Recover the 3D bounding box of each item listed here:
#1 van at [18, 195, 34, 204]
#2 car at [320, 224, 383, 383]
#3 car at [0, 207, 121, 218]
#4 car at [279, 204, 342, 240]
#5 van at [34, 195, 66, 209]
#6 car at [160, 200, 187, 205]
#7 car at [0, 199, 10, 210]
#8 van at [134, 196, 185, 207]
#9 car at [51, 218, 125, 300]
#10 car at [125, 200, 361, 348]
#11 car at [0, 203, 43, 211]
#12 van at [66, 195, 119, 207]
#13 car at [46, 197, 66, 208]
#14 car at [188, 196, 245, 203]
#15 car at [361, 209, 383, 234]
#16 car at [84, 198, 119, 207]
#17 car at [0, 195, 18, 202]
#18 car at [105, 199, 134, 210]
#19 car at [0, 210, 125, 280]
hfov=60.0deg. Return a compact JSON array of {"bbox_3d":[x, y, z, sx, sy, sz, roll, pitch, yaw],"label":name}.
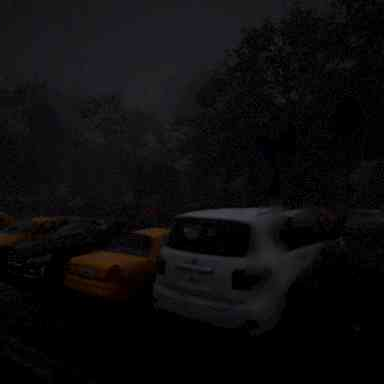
[{"bbox_3d":[-15.482,1.329,35.220,1.878,1.987,4.442,0,0,36],"label":"van"},{"bbox_3d":[3.820,1.580,5.231,2.097,1.535,5.008,0,0,36],"label":"car"},{"bbox_3d":[-5.284,1.535,11.593,1.946,1.575,5.366,0,0,36],"label":"car"},{"bbox_3d":[6.902,1.549,18.915,1.946,1.575,5.366,0,0,36],"label":"car"},{"bbox_3d":[-13.101,1.315,33.783,1.878,1.987,4.442,0,0,36],"label":"van"},{"bbox_3d":[0.266,1.550,23.918,2.163,1.488,4.792,0,0,36],"label":"car"},{"bbox_3d":[-26.727,1.663,43.517,2.002,1.452,4.674,0,0,36],"label":"car"},{"bbox_3d":[-1.992,1.286,25.733,1.878,1.987,4.442,0,0,36],"label":"van"},{"bbox_3d":[-0.570,1.556,8.635,1.946,1.575,5.366,0,0,36],"label":"car"},{"bbox_3d":[1.586,1.318,6.878,2.435,2.045,5.566,0,0,36],"label":"car"},{"bbox_3d":[-9.878,1.516,14.922,1.946,1.575,5.366,0,0,36],"label":"car"},{"bbox_3d":[-8.734,1.291,30.341,1.878,1.987,4.442,0,0,36],"label":"van"},{"bbox_3d":[-10.923,1.527,32.067,2.097,1.535,5.008,0,0,36],"label":"car"},{"bbox_3d":[2.543,1.280,22.338,2.435,2.045,5.566,0,0,36],"label":"car"},{"bbox_3d":[9.252,1.602,17.438,2.002,1.452,4.674,0,0,36],"label":"car"},{"bbox_3d":[-6.425,1.538,28.837,2.163,1.488,4.792,0,0,36],"label":"car"},{"bbox_3d":[-17.672,1.317,36.917,2.435,2.045,5.566,0,0,36],"label":"car"},{"bbox_3d":[-4.288,1.537,27.288,2.163,1.488,4.792,0,0,36],"label":"car"},{"bbox_3d":[-2.924,1.550,10.119,2.231,1.521,4.892,0,0,36],"label":"car"}]
